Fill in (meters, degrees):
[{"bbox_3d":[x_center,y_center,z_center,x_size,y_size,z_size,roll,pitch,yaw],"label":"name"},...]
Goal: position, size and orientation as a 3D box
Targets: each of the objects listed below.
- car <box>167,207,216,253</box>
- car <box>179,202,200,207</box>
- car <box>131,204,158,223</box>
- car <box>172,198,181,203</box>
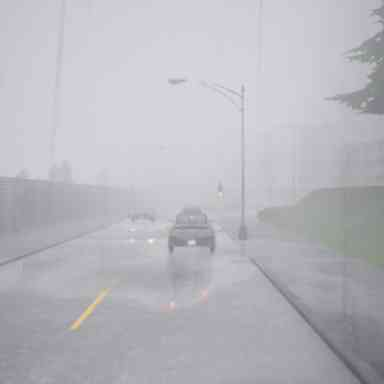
[{"bbox_3d":[-0.003,1.628,14.302,2.128,1.511,4.902,0,0,0],"label":"car"},{"bbox_3d":[0.002,1.784,29.304,1.837,1.490,4.892,0,0,1],"label":"car"},{"bbox_3d":[-4.023,1.797,28.696,1.812,1.442,4.674,0,-1,0],"label":"car"},{"bbox_3d":[-4.059,2.266,88.143,1.837,1.490,4.892,0,-1,0],"label":"car"}]
